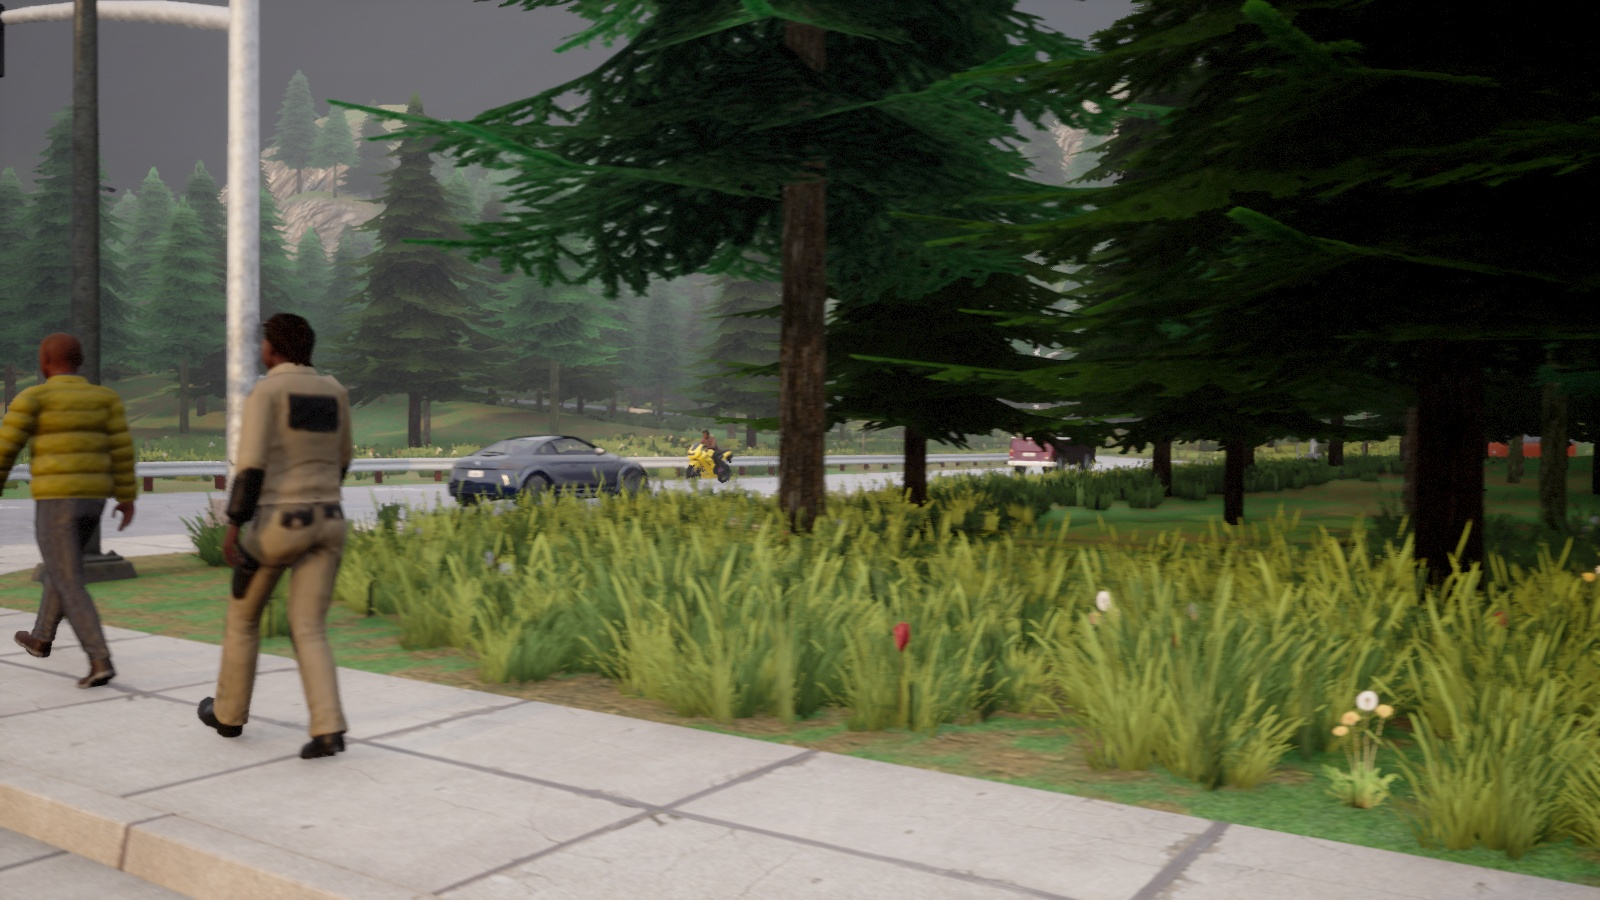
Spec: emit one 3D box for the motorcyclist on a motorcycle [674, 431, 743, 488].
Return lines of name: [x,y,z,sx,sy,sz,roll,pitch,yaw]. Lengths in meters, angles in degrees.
motorcyclist on a motorcycle: [-2.510,0.239,34.607,0.797,1.523,2.044,0,1,33]

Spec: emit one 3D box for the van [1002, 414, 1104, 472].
van: [9.359,-0.285,46.131,2.069,2.038,4.480,0,1,34]

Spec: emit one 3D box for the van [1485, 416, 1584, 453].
van: [40.825,-0.866,69.835,4.442,1.987,1.775,0,1,3]

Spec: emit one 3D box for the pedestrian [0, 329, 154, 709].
pedestrian: [-3.701,0.333,6.420,0.726,1.835,0.370,0,1,34]

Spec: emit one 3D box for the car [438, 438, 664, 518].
car: [-4.766,0.478,24.583,1.994,1.385,4.181,0,1,33]

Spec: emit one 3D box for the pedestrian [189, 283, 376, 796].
pedestrian: [-2.102,0.337,5.093,0.692,1.930,0.396,0,1,39]
